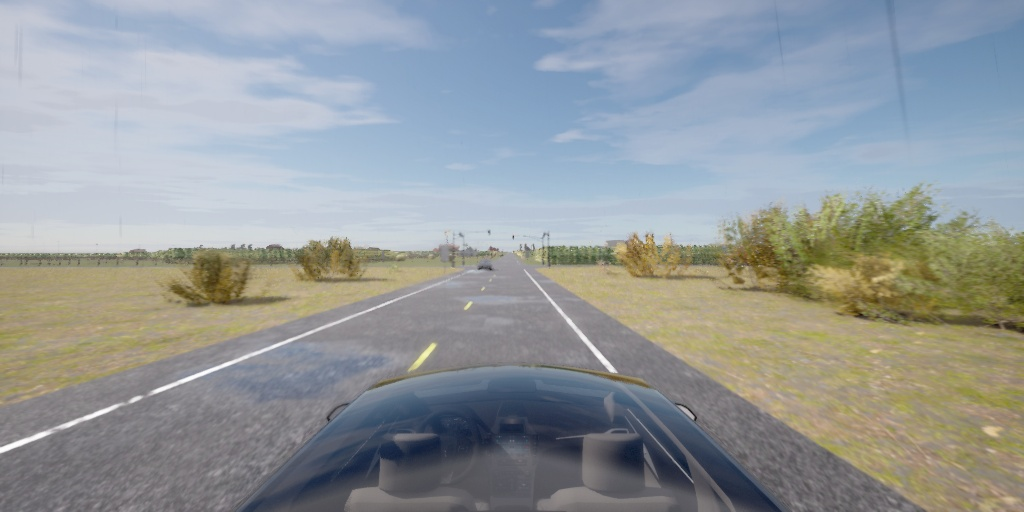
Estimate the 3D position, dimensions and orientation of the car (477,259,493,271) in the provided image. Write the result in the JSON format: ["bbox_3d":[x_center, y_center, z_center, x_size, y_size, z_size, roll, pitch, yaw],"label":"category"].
[{"bbox_3d":[-3.531,1.203,47.685,1.837,1.490,4.892,0,0,1],"label":"car"}]
